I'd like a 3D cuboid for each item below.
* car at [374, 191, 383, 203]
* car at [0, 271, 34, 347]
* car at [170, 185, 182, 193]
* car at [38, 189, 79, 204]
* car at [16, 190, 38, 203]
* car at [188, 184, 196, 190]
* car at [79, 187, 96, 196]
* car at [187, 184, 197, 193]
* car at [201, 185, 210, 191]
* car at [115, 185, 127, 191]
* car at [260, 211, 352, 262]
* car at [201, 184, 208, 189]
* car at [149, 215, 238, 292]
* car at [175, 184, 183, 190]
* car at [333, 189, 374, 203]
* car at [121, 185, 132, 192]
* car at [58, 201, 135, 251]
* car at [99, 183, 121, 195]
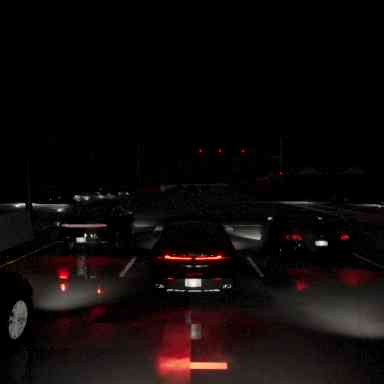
[{"bbox_3d":[21.347,0.595,32.578,5.357,1.411,2.033,0,2,2],"label":"car"},{"bbox_3d":[-3.407,1.476,3.324,1.837,1.490,4.892,0,1,0],"label":"car"},{"bbox_3d":[-3.452,-0.503,67.404,1.895,1.301,4.718,0,2,0],"label":"car"},{"bbox_3d":[-14.127,0.454,35.539,1.837,1.490,4.892,0,2,0],"label":"car"},{"bbox_3d":[-17.627,0.472,36.768,1.994,1.385,4.181,0,2,0],"label":"car"},{"bbox_3d":[-0.072,-1.373,91.896,2.033,1.411,5.357,0,2,0],"label":"car"},{"bbox_3d":[-17.623,-0.109,55.483,1.895,1.301,4.718,0,2,0],"label":"car"},{"bbox_3d":[0.045,-0.650,68.951,1.837,1.490,4.892,0,2,0],"label":"car"},{"bbox_3d":[3.437,-1.092,81.069,1.882,1.535,5.008,0,2,0],"label":"car"},{"bbox_3d":[-17.565,-1.086,82.633,1.994,1.385,4.181,0,2,0],"label":"car"},{"bbox_3d":[3.564,1.317,11.112,1.994,1.385,4.181,0,2,0],"label":"car"},{"bbox_3d":[3.428,-1.416,91.514,1.895,1.301,4.718,0,2,0],"label":"car"},{"bbox_3d":[0.051,1.338,8.512,1.837,1.490,4.892,0,2,1],"label":"car"},{"bbox_3d":[-3.572,-1.359,91.477,2.033,1.411,5.357,0,2,0],"label":"car"},{"bbox_3d":[17.944,0.419,36.208,4.902,1.511,2.128,0,2,2],"label":"car"},{"bbox_3d":[-14.055,-0.721,70.270,1.882,1.535,5.008,0,2,0],"label":"car"},{"bbox_3d":[-3.427,1.190,12.711,2.128,1.511,4.902,0,2,0],"label":"car"},{"bbox_3d":[-14.125,-0.523,56.562,2.150,2.045,5.566,0,2,0],"label":"car"}]
